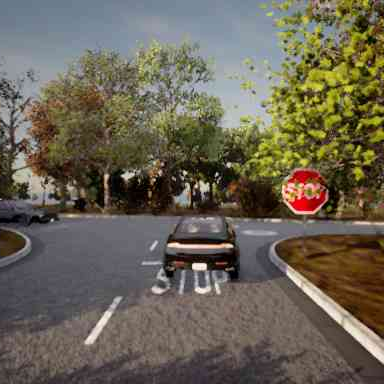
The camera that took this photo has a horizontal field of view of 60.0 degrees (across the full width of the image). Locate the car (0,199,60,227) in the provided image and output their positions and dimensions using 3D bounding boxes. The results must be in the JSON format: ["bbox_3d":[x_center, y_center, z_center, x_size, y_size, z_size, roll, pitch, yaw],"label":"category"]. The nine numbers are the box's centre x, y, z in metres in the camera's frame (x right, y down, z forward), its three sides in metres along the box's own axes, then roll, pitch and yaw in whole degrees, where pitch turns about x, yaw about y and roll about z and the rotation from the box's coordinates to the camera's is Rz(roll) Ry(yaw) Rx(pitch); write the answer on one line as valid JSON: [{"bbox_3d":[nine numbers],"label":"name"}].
[{"bbox_3d":[-10.133,1.094,18.337,5.357,1.411,2.033,1,-1,9],"label":"car"}]

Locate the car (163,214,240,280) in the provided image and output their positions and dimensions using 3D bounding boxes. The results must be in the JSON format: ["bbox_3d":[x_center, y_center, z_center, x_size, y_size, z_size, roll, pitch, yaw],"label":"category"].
[{"bbox_3d":[0.361,1.388,9.673,2.128,1.511,4.902,0,1,5],"label":"car"}]
